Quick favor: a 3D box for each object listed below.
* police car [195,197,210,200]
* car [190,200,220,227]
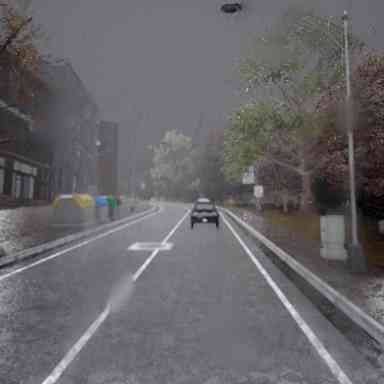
[{"bbox_3d":[1.336,1.487,41.582,1.930,1.638,5.238,0,0,-1],"label":"police car"},{"bbox_3d":[0.875,1.519,22.871,2.128,1.511,4.902,0,0,2],"label":"car"}]
